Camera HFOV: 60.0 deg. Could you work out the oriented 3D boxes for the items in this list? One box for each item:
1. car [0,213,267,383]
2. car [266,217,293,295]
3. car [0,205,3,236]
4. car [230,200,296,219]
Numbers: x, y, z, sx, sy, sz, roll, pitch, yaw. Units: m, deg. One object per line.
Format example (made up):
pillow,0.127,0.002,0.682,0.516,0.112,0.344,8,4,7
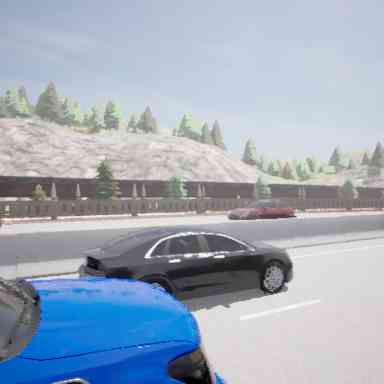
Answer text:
car,-2.442,1.222,1.895,5.566,2.045,2.150,0,0,-29
car,0.064,1.504,7.332,4.892,1.490,1.837,0,0,-29
car,-12.320,1.475,16.635,5.008,1.535,1.882,0,0,-29
car,4.582,1.353,21.954,4.553,1.767,2.097,0,0,-27
